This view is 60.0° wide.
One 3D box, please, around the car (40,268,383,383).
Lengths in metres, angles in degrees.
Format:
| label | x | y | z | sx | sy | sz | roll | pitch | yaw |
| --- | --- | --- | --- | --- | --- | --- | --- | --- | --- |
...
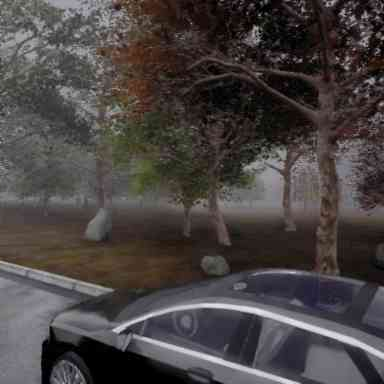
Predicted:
| label | x | y | z | sx | sy | sz | roll | pitch | yaw |
| --- | --- | --- | --- | --- | --- | --- | --- | --- | --- |
| car | 0.589 | 1.487 | 2.959 | 4.902 | 1.511 | 2.128 | 0 | 0 | 36 |
